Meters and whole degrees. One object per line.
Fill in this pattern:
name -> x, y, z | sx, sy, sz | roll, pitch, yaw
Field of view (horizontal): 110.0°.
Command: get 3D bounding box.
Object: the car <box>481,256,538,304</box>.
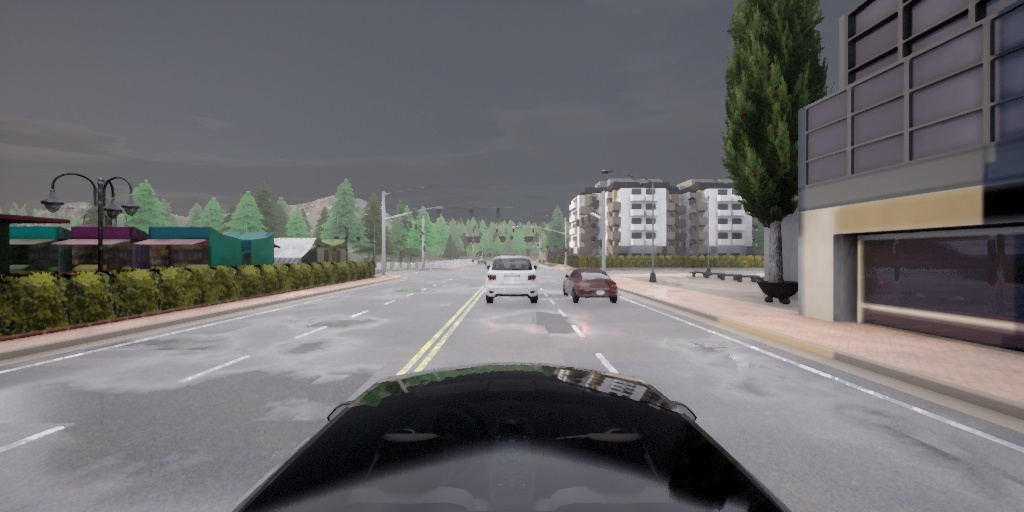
car -> 0.000, 1.007, 16.530 | 2.150, 2.045, 5.566 | 0, 0, 0

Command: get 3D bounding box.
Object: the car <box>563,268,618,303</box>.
car -> 3.500, 1.282, 16.500 | 1.812, 1.442, 4.674 | 0, 0, 0
